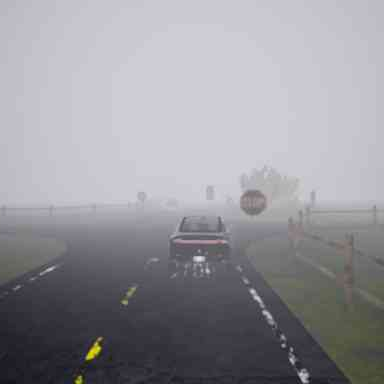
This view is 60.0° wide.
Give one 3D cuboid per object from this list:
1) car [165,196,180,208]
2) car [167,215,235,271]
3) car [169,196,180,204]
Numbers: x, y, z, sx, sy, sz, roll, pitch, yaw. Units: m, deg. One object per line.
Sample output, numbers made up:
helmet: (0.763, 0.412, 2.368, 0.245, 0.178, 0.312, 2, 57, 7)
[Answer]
car: (-2.949, 1.628, 50.593, 1.994, 1.385, 4.181, 0, 0, -1)
car: (0.371, 1.499, 10.924, 2.128, 1.511, 4.902, 0, 0, 5)
car: (-3.397, 1.593, 65.834, 2.128, 1.511, 4.902, 0, 0, -2)
